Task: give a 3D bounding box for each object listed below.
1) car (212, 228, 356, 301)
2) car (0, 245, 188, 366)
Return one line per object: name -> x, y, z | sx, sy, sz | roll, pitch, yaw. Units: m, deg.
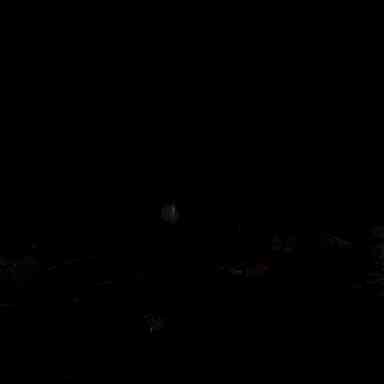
car -> 2.424, 1.585, 8.265 | 4.206, 1.307, 1.802 | 0, 0, -35
car -> -2.056, 1.566, 5.070 | 4.313, 1.339, 1.947 | 0, 0, -35
